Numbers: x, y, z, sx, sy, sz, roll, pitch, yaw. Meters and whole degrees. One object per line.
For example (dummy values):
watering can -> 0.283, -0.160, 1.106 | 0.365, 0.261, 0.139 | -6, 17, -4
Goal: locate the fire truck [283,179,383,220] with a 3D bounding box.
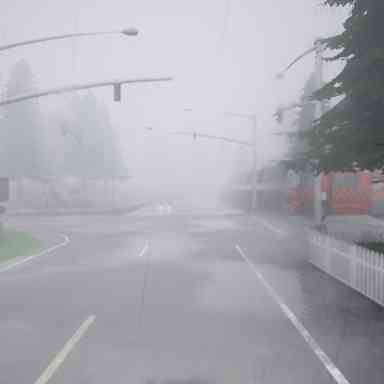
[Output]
fire truck -> 10.754, -0.084, 22.702 | 8.468, 3.827, 2.891 | 0, 1, 0

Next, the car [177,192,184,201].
car -> -3.023, 0.723, 62.884 | 2.097, 1.767, 4.553 | 0, 1, 14

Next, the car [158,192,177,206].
car -> -3.583, 1.036, 45.855 | 2.128, 1.511, 4.902 | 0, 1, 0
